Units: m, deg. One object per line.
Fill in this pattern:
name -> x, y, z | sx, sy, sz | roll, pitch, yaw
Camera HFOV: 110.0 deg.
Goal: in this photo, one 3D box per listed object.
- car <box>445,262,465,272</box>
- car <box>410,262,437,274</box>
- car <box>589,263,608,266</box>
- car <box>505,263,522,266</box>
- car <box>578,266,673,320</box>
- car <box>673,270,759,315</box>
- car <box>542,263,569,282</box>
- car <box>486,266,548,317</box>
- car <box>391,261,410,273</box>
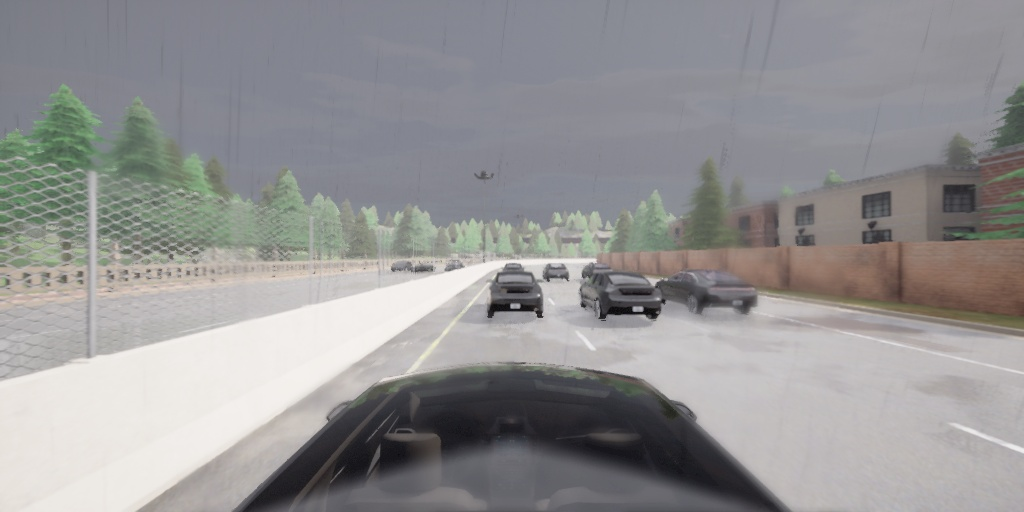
car -> -7.075, 1.410, 44.850 | 1.994, 1.385, 4.181 | 0, 0, 0
car -> -10.587, 1.444, 43.814 | 1.895, 1.301, 4.718 | 0, 0, 0
car -> 7.102, 1.305, 30.110 | 2.128, 1.511, 4.902 | 0, 0, 0
car -> 0.103, 1.318, 30.208 | 1.837, 1.490, 4.892 | 0, 0, 0
car -> 3.601, 1.280, 12.665 | 1.837, 1.490, 4.892 | 0, 0, 0
car -> 7.101, 1.269, 13.705 | 2.128, 1.511, 4.902 | 0, 0, 0
car -> 3.602, 1.305, 30.104 | 2.128, 1.511, 4.902 | 0, 0, 0
car -> 0.101, 1.280, 13.275 | 1.837, 1.490, 4.892 | 0, 0, 0
car -> -14.066, 1.354, 46.214 | 1.837, 1.490, 4.892 | 0, -1, 0
